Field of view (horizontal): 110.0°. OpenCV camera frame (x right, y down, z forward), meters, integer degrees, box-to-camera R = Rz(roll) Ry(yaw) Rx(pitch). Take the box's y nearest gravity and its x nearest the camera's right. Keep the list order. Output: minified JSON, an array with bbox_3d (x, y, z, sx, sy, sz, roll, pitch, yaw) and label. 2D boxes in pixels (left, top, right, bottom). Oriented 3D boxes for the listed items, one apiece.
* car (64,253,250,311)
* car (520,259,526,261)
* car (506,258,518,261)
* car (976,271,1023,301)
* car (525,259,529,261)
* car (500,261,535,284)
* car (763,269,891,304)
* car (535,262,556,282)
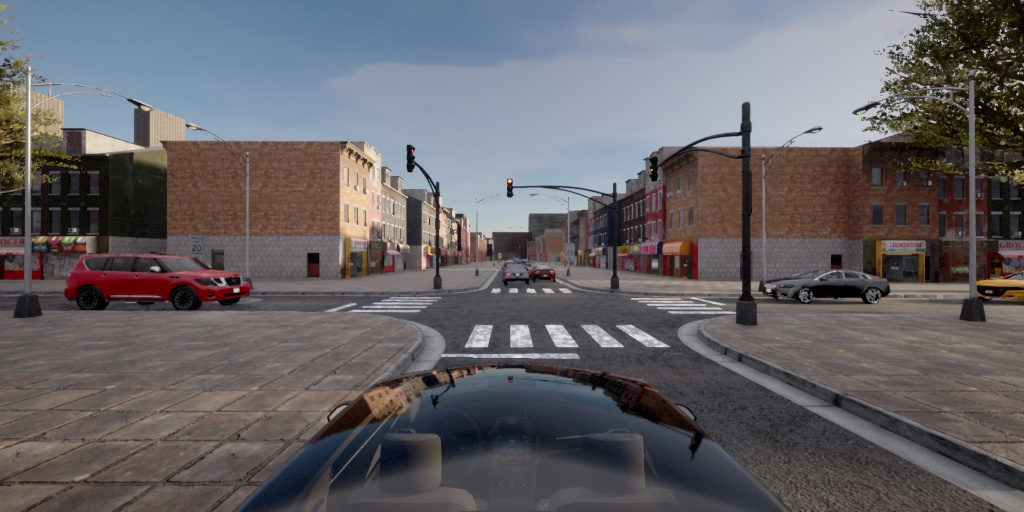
[{"bbox_3d":[-13.106,0.929,13.451,5.566,2.045,2.150,0,0,0],"label":"car"},{"bbox_3d":[2.297,1.365,45.690,1.948,1.339,4.313,0,0,0],"label":"car"},{"bbox_3d":[-0.374,1.382,62.889,1.812,1.442,4.674,0,0,-1],"label":"car"},{"bbox_3d":[24.409,1.393,16.471,5.008,1.535,1.882,0,0,0],"label":"car"},{"bbox_3d":[2.384,1.301,34.502,1.751,1.417,4.829,0,0,0],"label":"car"},{"bbox_3d":[0.171,1.312,26.725,2.033,1.411,5.357,0,0,-4],"label":"car"},{"bbox_3d":[14.268,1.334,16.444,4.902,1.511,2.128,0,0,1],"label":"car"},{"bbox_3d":[2.430,1.312,28.653,1.888,1.381,4.507,0,0,0],"label":"car"}]
